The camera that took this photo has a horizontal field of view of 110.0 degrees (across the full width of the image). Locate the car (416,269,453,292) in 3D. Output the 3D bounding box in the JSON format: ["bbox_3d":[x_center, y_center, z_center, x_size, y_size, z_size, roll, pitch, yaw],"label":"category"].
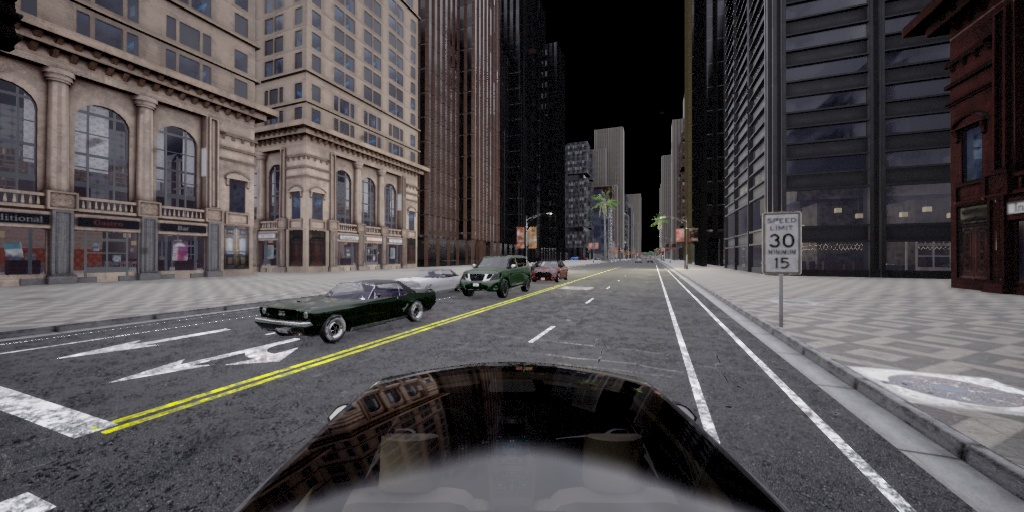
[{"bbox_3d":[-4.239,1.356,18.882,1.895,1.301,4.718,0,0,22],"label":"car"}]

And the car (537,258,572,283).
[{"bbox_3d":[3.075,1.116,28.588,2.097,1.767,4.553,0,0,21],"label":"car"}]

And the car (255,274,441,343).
[{"bbox_3d":[-4.246,1.352,10.012,1.895,1.301,4.718,0,0,24],"label":"car"}]

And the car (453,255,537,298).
[{"bbox_3d":[-0.656,0.977,19.090,2.150,2.045,5.566,0,0,21],"label":"car"}]
